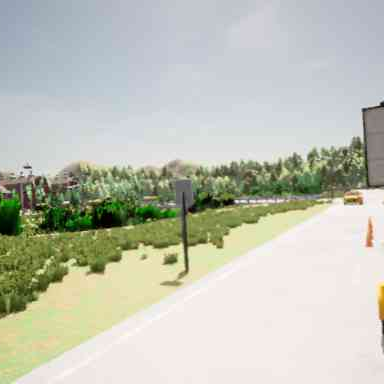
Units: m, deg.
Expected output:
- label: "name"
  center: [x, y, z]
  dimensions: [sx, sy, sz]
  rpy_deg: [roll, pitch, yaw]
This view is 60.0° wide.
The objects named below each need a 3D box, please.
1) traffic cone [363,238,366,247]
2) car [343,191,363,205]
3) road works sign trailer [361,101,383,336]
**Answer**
- label: "traffic cone"
  center: [6.315, 1.668, 11.908]
  dimensions: [0.340, 0.580, 0.340]
  rpy_deg: [-4, -1, 29]
- label: "car"
  center: [18.819, 0.652, 38.815]
  dimensions: [1.882, 1.535, 5.008]
  rpy_deg: [-4, -1, 30]
- label: "road works sign trailer"
  center: [4.066, 0.252, 5.125]
  dimensions: [2.380, 3.560, 2.880]
  rpy_deg: [-4, -1, 29]
